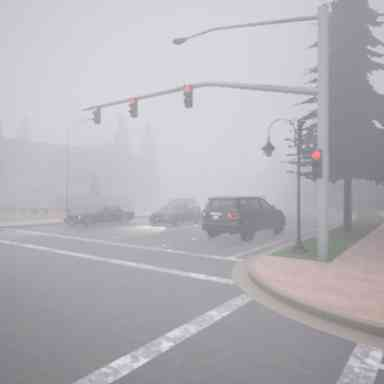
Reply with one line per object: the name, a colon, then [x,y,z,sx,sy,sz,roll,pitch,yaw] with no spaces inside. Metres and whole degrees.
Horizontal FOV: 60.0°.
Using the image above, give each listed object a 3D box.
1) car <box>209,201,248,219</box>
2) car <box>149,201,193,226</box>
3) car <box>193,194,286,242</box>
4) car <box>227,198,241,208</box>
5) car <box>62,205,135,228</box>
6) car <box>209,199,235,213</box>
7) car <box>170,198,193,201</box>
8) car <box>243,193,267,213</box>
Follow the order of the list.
car: [3.439,1.554,30.493,1.994,1.385,4.181,0,0,31]
car: [-1.139,1.555,23.450,1.994,1.385,4.181,0,0,34]
car: [2.735,1.216,16.834,2.150,2.045,5.566,0,0,39]
car: [6.060,1.586,47.892,1.895,1.301,4.718,0,0,7]
car: [-6.162,1.589,22.312,1.895,1.301,4.718,0,0,35]
car: [3.506,1.551,38.341,1.994,1.385,4.181,0,0,21]
car: [-1.170,1.340,29.688,2.097,1.767,4.553,0,0,33]
car: [7.537,1.211,39.199,2.150,2.045,5.566,0,0,17]
